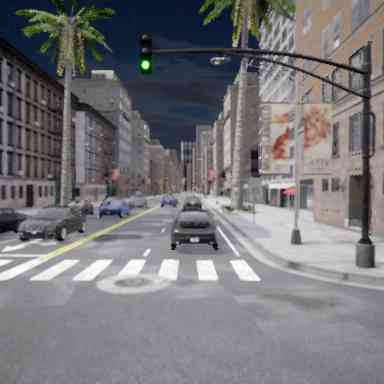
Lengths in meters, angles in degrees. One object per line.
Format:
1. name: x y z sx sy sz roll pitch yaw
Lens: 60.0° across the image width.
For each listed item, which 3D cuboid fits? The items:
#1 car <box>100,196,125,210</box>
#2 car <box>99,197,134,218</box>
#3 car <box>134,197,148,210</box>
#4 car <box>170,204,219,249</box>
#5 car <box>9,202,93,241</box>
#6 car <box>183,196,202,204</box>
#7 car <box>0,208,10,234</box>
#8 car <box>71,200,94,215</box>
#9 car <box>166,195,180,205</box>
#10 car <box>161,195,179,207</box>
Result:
1. car: -9.851 1.355 41.474 1.882 1.535 5.008 0 0 0
2. car: -6.607 1.388 28.818 1.882 1.535 5.008 0 0 0
3. car: -6.602 1.389 41.419 1.837 1.490 4.892 0 1 0
4. car: 0.094 1.465 14.347 1.837 1.490 4.892 0 0 0
5. car: -6.583 1.438 16.227 1.837 1.490 4.892 0 0 -1
6. car: 0.080 1.268 37.821 2.097 1.767 4.553 0 0 0
7. car: -9.869 1.470 16.140 2.033 1.411 5.357 0 0 0
8. car: -9.856 1.425 28.927 1.812 1.442 4.674 0 0 0
9. car: -3.282 1.364 57.548 2.128 1.511 4.902 0 0 0
10. car: -3.275 1.241 47.511 2.097 1.767 4.553 0 0 0
